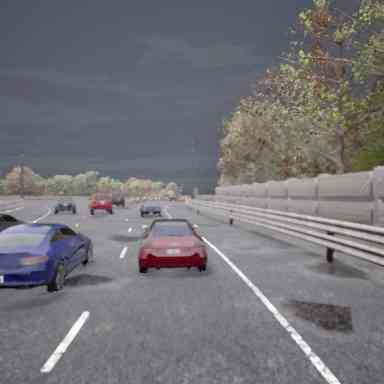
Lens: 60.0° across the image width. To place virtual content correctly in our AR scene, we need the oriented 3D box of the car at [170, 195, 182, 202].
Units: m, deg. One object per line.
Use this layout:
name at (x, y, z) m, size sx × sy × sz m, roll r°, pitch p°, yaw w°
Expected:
car at (-4.295, 1.562, 80.906) m, size 1.837 × 1.490 × 4.892 m, roll 0°, pitch -1°, yaw 5°

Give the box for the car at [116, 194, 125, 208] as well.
car at (-11.395, 1.237, 48.615) m, size 2.150 × 2.045 × 5.566 m, roll 0°, pitch 0°, yaw -26°

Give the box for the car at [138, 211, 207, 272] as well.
car at (-0.695, 1.561, 10.910) m, size 1.994 × 1.385 × 4.181 m, roll 0°, pitch 0°, yaw -6°

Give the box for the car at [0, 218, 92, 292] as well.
car at (-3.985, 1.535, 8.791) m, size 1.812 × 1.442 × 4.674 m, roll 0°, pitch 0°, yaw -4°

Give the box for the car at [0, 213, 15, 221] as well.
car at (-7.988, 1.547, 13.277) m, size 1.812 × 1.442 × 4.674 m, roll 0°, pitch 0°, yaw -7°

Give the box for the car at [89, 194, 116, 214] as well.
car at (-9.922, 1.238, 36.066) m, size 2.150 × 2.045 × 5.566 m, roll 0°, pitch 0°, yaw -19°

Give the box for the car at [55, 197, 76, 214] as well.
car at (-13.883, 1.383, 36.577) m, size 2.097 × 1.767 × 4.553 m, roll 0°, pitch 0°, yaw -20°

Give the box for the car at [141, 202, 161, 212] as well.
car at (-3.966, 1.598, 31.893) m, size 1.895 × 1.301 × 4.718 m, roll 0°, pitch 0°, yaw -8°
